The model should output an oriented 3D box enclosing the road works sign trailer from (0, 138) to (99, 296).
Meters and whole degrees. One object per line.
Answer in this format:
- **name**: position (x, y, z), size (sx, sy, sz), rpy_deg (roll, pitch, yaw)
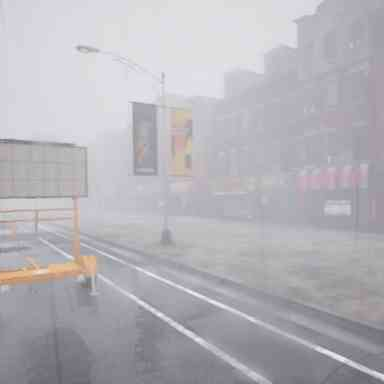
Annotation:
- **road works sign trailer**: position (-3.819, 0.557, 8.137), size (2.380, 3.560, 2.880), rpy_deg (0, -1, -33)
